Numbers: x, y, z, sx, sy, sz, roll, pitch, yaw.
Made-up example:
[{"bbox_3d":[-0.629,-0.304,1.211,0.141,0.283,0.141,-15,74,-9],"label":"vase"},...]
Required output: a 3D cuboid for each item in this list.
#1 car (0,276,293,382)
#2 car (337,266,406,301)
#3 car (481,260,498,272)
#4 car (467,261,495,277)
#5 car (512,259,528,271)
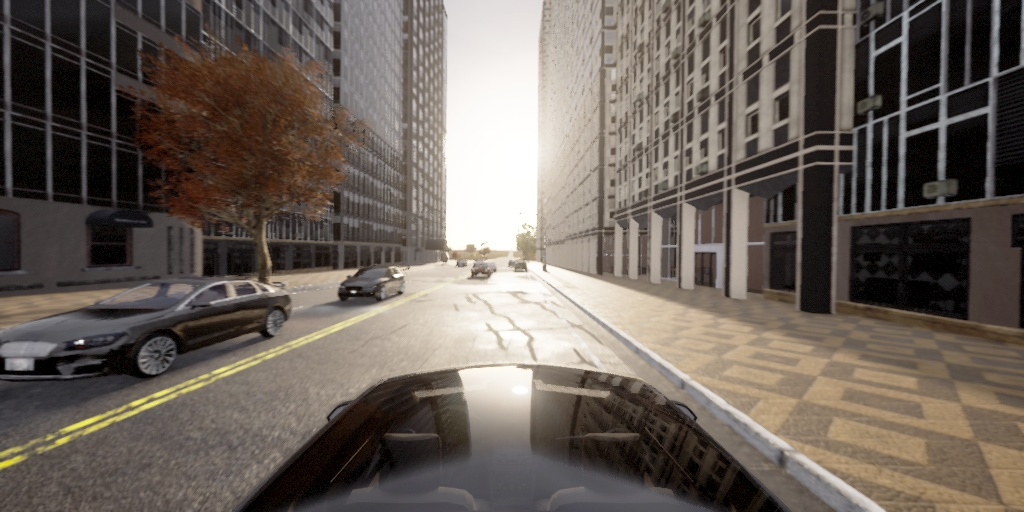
[{"bbox_3d":[-6.585,1.196,7.260,2.128,1.511,4.902,1,0,0],"label":"car"},{"bbox_3d":[-6.546,1.242,17.264,1.837,1.490,4.892,1,0,0],"label":"car"},{"bbox_3d":[-3.013,1.390,48.484,1.812,1.442,4.674,1,0,0],"label":"car"},{"bbox_3d":[-3.051,1.432,36.588,1.895,1.301,4.718,1,0,0],"label":"car"},{"bbox_3d":[1.284,1.422,52.757,1.837,1.490,4.892,1,0,0],"label":"car"}]
